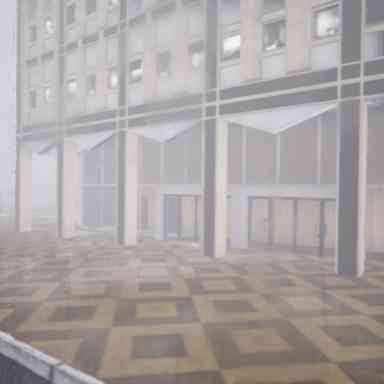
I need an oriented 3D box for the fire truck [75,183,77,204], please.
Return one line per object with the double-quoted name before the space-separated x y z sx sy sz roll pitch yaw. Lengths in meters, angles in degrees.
"fire truck" -17.869 0.175 59.411 2.891 3.827 8.468 1 1 38
